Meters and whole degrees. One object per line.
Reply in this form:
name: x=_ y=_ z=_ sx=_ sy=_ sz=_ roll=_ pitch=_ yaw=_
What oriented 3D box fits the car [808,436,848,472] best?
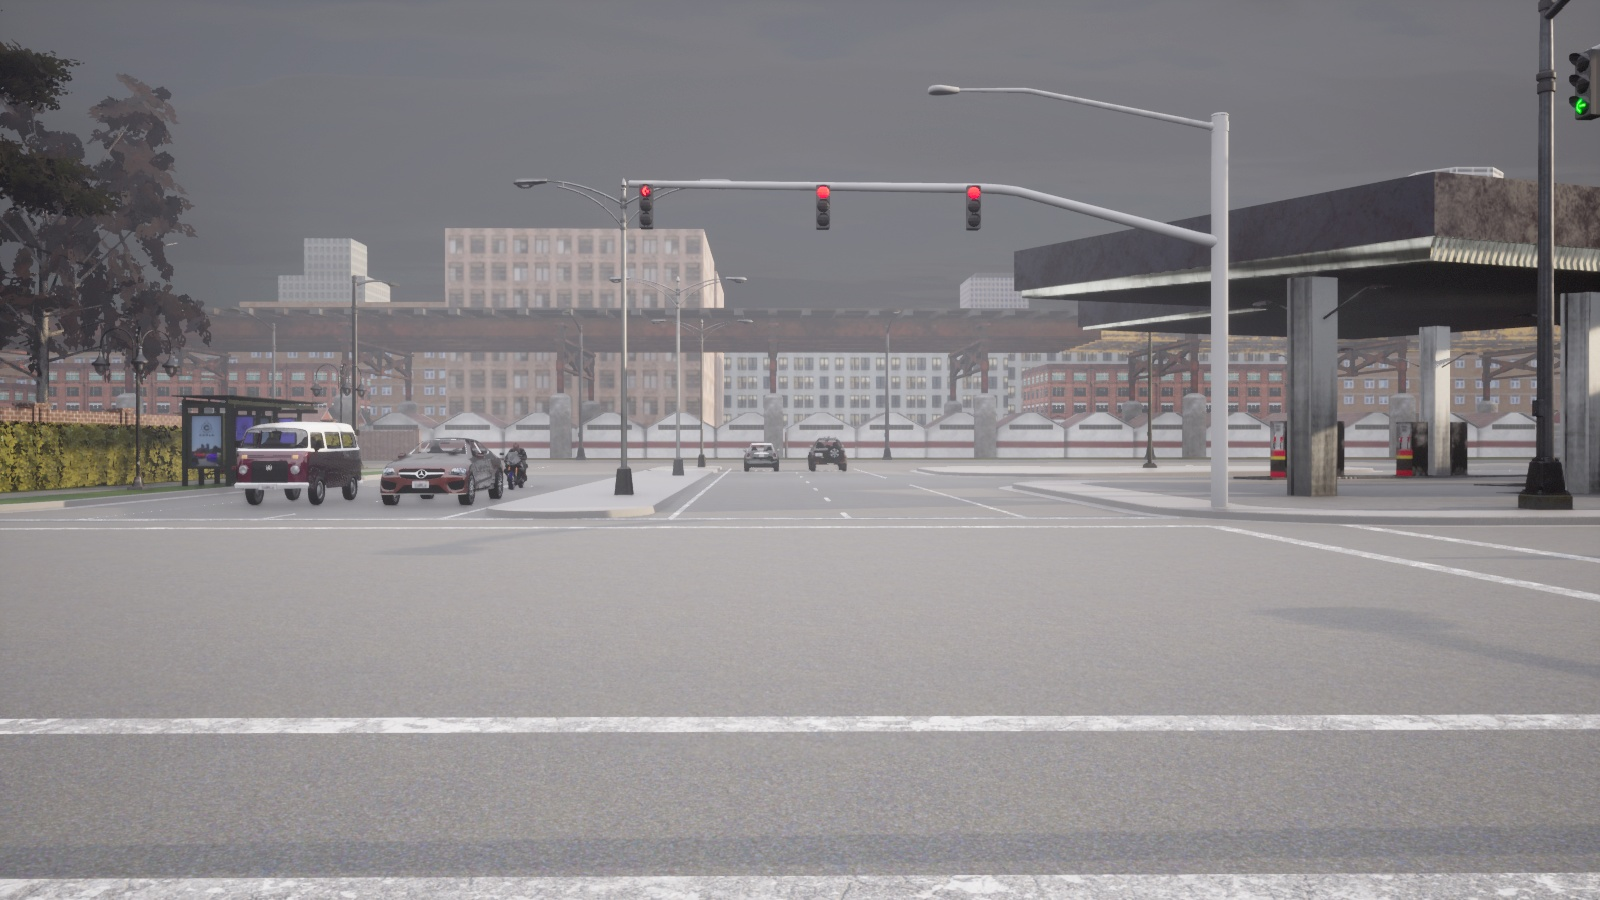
car: x=1.446 y=0.188 z=67.252 sx=1.932 sy=1.855 sz=4.605 roll=0 pitch=1 yaw=-1

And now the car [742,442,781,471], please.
car: x=-2.051 y=0.333 z=66.845 sx=1.970 sy=1.475 sz=3.806 roll=0 pitch=0 yaw=-2

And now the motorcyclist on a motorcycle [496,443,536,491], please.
motorcyclist on a motorcycle: x=-9.259 y=0.543 z=41.008 sx=0.866 sy=1.530 sz=2.191 roll=0 pitch=0 yaw=-2

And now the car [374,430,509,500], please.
car: x=-9.015 y=0.337 z=32.078 sx=2.152 sy=1.651 sz=5.027 roll=0 pitch=0 yaw=-2

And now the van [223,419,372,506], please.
van: x=-12.501 y=0.282 z=31.579 sx=2.069 sy=2.038 sz=4.480 roll=0 pitch=0 yaw=-2
